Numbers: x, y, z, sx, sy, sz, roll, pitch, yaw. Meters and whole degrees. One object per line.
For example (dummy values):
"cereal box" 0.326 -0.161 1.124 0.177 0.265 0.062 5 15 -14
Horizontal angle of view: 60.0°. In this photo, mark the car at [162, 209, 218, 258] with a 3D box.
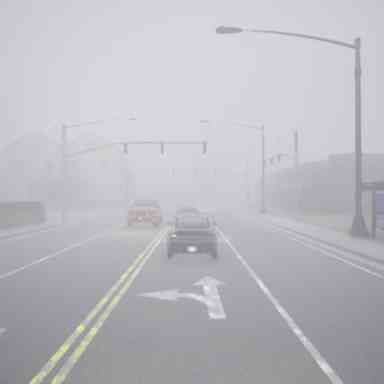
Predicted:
"car" 0.016 1.658 13.492 1.837 1.490 4.892 0 0 0

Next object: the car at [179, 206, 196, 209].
"car" -0.410 1.879 28.309 1.994 1.385 4.181 0 -1 -10

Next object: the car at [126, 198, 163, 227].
"car" -3.507 1.510 25.530 2.150 2.045 5.566 0 -1 0
